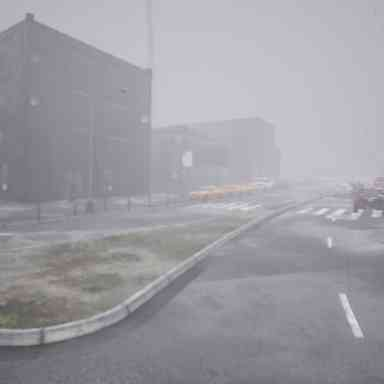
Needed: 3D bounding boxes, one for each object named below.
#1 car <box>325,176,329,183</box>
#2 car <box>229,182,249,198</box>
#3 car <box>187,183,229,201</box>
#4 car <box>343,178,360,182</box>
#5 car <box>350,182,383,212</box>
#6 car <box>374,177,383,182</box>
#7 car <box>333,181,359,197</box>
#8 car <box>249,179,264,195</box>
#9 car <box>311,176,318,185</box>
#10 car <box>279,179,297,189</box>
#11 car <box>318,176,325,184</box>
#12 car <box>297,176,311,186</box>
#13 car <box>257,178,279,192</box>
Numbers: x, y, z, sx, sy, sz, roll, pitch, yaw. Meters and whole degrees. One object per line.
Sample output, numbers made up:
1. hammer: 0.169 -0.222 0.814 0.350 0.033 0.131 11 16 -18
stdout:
1. car: 33.339 -3.071 85.937 1.946 1.575 5.366 1 4 32
2. car: 4.396 -0.241 38.959 1.946 1.575 5.366 1 4 32
3. car: 1.494 0.045 34.268 1.946 1.575 5.366 1 4 32
4. car: 22.573 -0.753 46.121 2.128 1.511 4.902 1 4 32
5. car: 12.736 0.428 23.584 2.097 1.767 4.553 1 4 29
6. car: 26.900 -1.109 46.727 2.150 2.045 5.566 1 3 32
7. car: 17.283 -0.204 37.620 1.812 1.442 4.674 1 4 32
8. car: 7.290 -0.524 43.656 1.946 1.575 5.366 1 4 32
9. car: 24.801 -2.484 72.070 2.435 2.045 5.566 1 4 32
10. car: 16.117 -1.355 57.991 2.163 1.488 4.792 1 4 32
11. car: 29.692 -2.716 80.123 2.231 1.521 4.892 1 4 32
12. car: 21.929 -1.951 67.415 2.231 1.521 4.892 1 4 32
13. car: 10.333 -1.069 48.581 2.435 2.045 5.566 1 4 32
